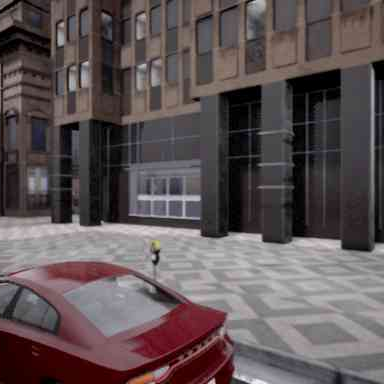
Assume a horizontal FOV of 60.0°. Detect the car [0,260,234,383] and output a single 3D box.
[{"bbox_3d":[-1.679,1.560,4.156,4.507,1.381,1.887,0,0,35],"label":"car"}]
